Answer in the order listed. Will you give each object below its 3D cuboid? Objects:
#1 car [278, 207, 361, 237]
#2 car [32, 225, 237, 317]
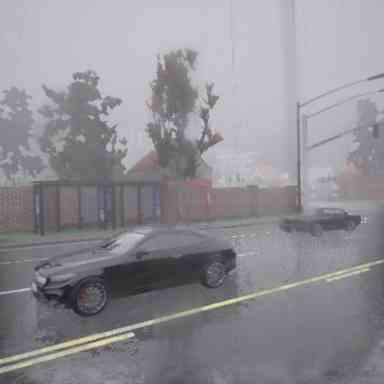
[{"bbox_3d":[6.668,1.488,17.269,4.718,1.301,1.895,-1,0,-35],"label":"car"},{"bbox_3d":[-1.030,1.510,7.543,4.674,1.442,1.812,0,0,-35],"label":"car"}]
